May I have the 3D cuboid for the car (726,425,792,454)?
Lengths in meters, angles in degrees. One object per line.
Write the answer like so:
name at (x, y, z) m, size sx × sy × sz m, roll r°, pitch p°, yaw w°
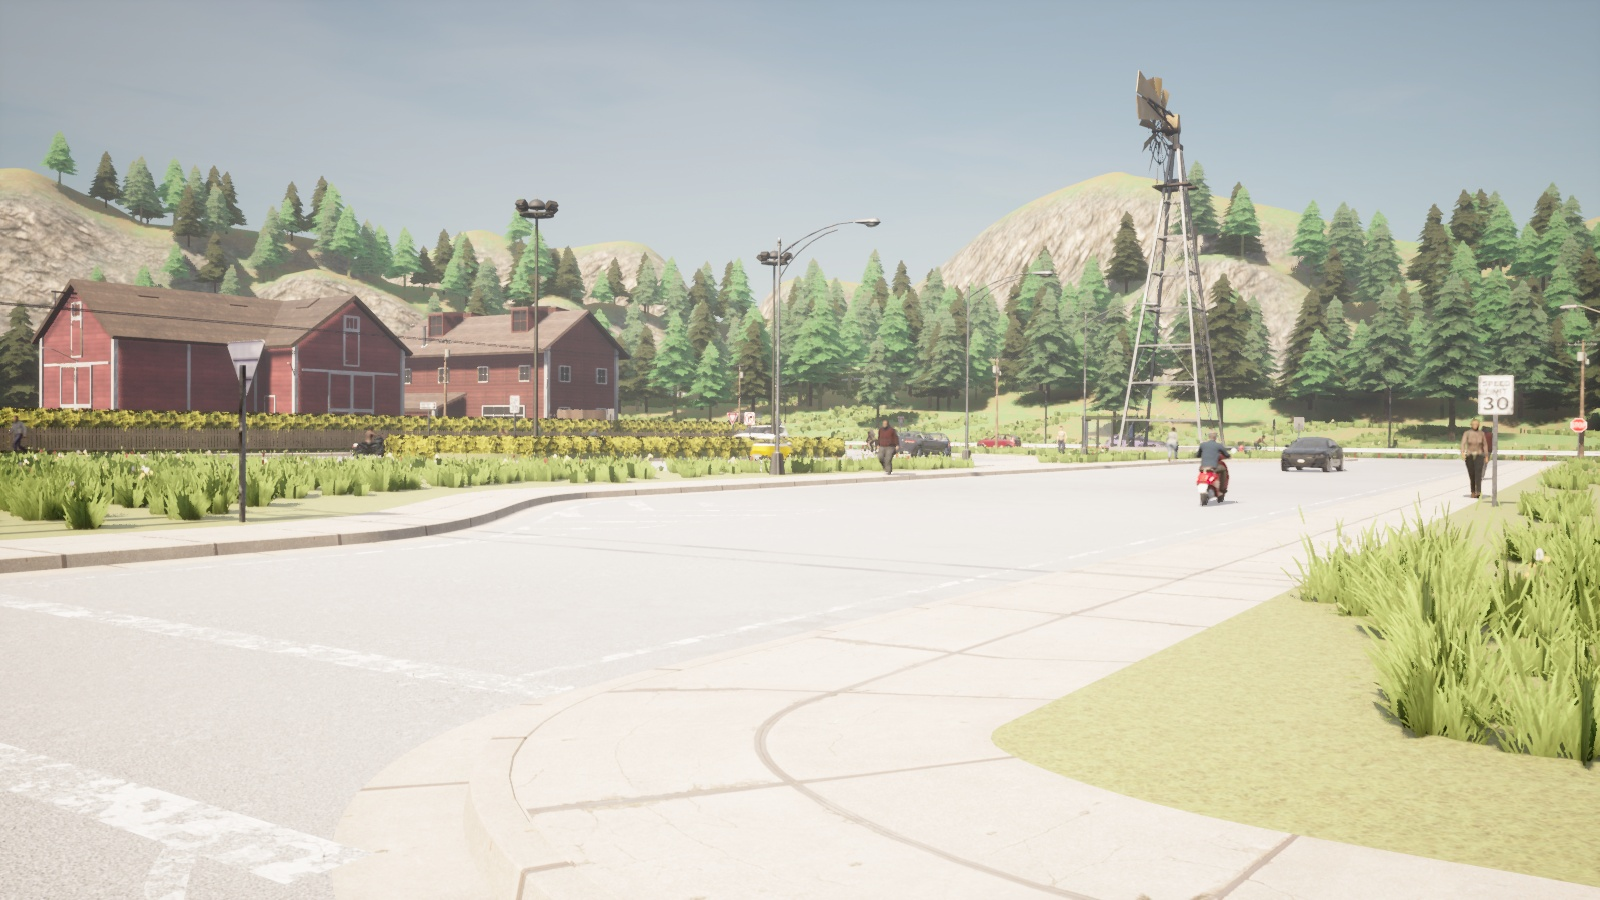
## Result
car at (-3.021, -0.812, 94.466) m, size 2.150 × 2.045 × 5.566 m, roll 0°, pitch 1°, yaw 33°

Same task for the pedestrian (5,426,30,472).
pedestrian at (-33.852, -0.049, 54.336) m, size 0.423 × 1.949 × 0.788 m, roll 0°, pitch 1°, yaw 26°

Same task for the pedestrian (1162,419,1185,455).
pedestrian at (19.468, -0.684, 65.495) m, size 0.874 × 1.855 × 0.900 m, roll 0°, pitch 1°, yaw 40°

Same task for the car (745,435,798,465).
car at (-1.348, -0.011, 59.250) m, size 1.481 × 1.376 × 2.207 m, roll 0°, pitch 1°, yaw 34°

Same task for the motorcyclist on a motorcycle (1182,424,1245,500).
motorcyclist on a motorcycle at (8.986, 0.231, 27.276) m, size 0.866 × 1.590 × 1.817 m, roll 0°, pitch 1°, yaw 33°

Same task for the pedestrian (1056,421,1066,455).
pedestrian at (14.076, -0.669, 67.703) m, size 0.345 × 1.836 × 0.594 m, roll 0°, pitch 1°, yaw 28°

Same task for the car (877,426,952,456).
car at (6.571, -0.524, 71.372) m, size 2.152 × 1.651 × 5.027 m, roll 0°, pitch 1°, yaw 33°

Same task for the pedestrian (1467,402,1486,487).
pedestrian at (14.866, -0.125, 27.592) m, size 0.331 × 1.846 × 0.634 m, roll 0°, pitch 1°, yaw 25°

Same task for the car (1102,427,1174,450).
car at (25.614, -0.871, 95.273) m, size 4.856 × 1.649 × 2.033 m, roll 0°, pitch 1°, yaw 34°

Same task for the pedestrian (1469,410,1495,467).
pedestrian at (22.132, -0.370, 40.754) m, size 0.634 × 1.844 × 0.899 m, roll 0°, pitch 1°, yaw 34°

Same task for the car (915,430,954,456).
car at (8.535, -0.461, 80.105) m, size 1.789 × 1.549 × 3.705 m, roll -1°, pitch 1°, yaw -4°

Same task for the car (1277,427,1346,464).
car at (22.116, -0.231, 54.184) m, size 1.882 × 1.535 × 5.008 m, roll 0°, pitch 1°, yaw 33°

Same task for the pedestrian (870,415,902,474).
pedestrian at (2.723, -0.178, 39.589) m, size 0.634 × 1.844 × 0.899 m, roll 0°, pitch 1°, yaw 32°

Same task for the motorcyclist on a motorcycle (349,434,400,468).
motorcyclist on a motorcycle at (-20.736, 0.033, 61.282) m, size 0.766 × 1.649 × 2.350 m, roll 0°, pitch 1°, yaw 33°
